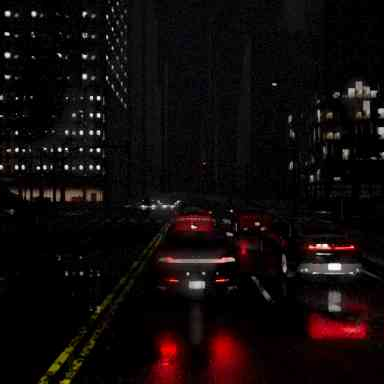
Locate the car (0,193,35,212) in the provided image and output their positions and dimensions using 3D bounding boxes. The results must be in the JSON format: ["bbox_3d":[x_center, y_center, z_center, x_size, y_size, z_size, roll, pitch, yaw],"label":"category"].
[{"bbox_3d":[-19.702,1.168,35.807,5.566,2.045,2.150,0,-1,1],"label":"car"}]

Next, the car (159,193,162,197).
[{"bbox_3d":[-7.401,1.184,71.236,2.150,2.045,5.566,0,0,-1],"label":"car"}]

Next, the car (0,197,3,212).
[{"bbox_3d":[-21.410,1.461,32.600,4.181,1.385,1.994,0,-1,2],"label":"car"}]

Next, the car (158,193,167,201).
[{"bbox_3d":[-7.685,1.282,86.833,2.097,1.767,4.553,0,0,-1],"label":"car"}]

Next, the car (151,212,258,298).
[{"bbox_3d":[0.090,1.492,8.529,2.128,1.511,4.902,0,0,0],"label":"car"}]

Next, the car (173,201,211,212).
[{"bbox_3d":[0.079,1.477,18.026,1.882,1.535,5.008,0,0,0],"label":"car"}]

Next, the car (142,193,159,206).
[{"bbox_3d":[-7.205,1.325,56.067,2.097,1.767,4.553,0,0,-1],"label":"car"}]

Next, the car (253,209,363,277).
[{"bbox_3d":[3.339,1.505,10.203,1.837,1.490,4.892,0,0,0],"label":"car"}]

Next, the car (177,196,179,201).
[{"bbox_3d":[-4.135,1.513,70.370,1.994,1.385,4.181,0,0,-1],"label":"car"}]

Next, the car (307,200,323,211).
[{"bbox_3d":[16.777,1.577,40.964,4.902,1.511,2.128,0,-1,1],"label":"car"}]

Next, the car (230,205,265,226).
[{"bbox_3d":[3.328,1.477,19.428,1.882,1.535,5.008,0,0,0],"label":"car"}]

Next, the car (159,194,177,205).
[{"bbox_3d":[-3.956,1.538,56.103,1.994,1.385,4.181,0,0,-1],"label":"car"}]

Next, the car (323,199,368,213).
[{"bbox_3d":[17.572,1.608,37.693,4.181,1.385,1.994,0,-1,1],"label":"car"}]

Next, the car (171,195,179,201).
[{"bbox_3d":[-4.409,1.531,85.398,1.895,1.301,4.718,0,0,-1],"label":"car"}]
